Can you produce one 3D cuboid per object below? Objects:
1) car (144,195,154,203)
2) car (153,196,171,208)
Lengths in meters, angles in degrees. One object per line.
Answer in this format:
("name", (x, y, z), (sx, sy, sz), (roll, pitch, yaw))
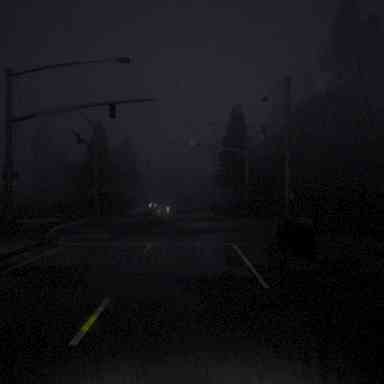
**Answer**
("car", (-7.861, 1.354, 63.027), (2.128, 1.511, 4.902), (0, 0, -20))
("car", (-4.068, 1.443, 47.285), (2.033, 1.411, 5.357), (0, 0, -5))
